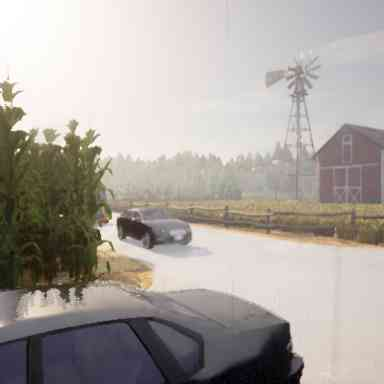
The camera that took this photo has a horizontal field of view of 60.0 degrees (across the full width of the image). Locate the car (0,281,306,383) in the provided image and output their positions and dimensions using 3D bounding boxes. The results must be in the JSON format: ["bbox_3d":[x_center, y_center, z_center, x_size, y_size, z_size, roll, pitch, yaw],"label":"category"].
[{"bbox_3d":[-1.440,1.547,2.455,5.357,1.411,2.033,0,0,-35],"label":"car"}]

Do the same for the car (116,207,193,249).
[{"bbox_3d":[-1.789,1.452,14.534,2.128,1.511,4.902,0,0,-32],"label":"car"}]
